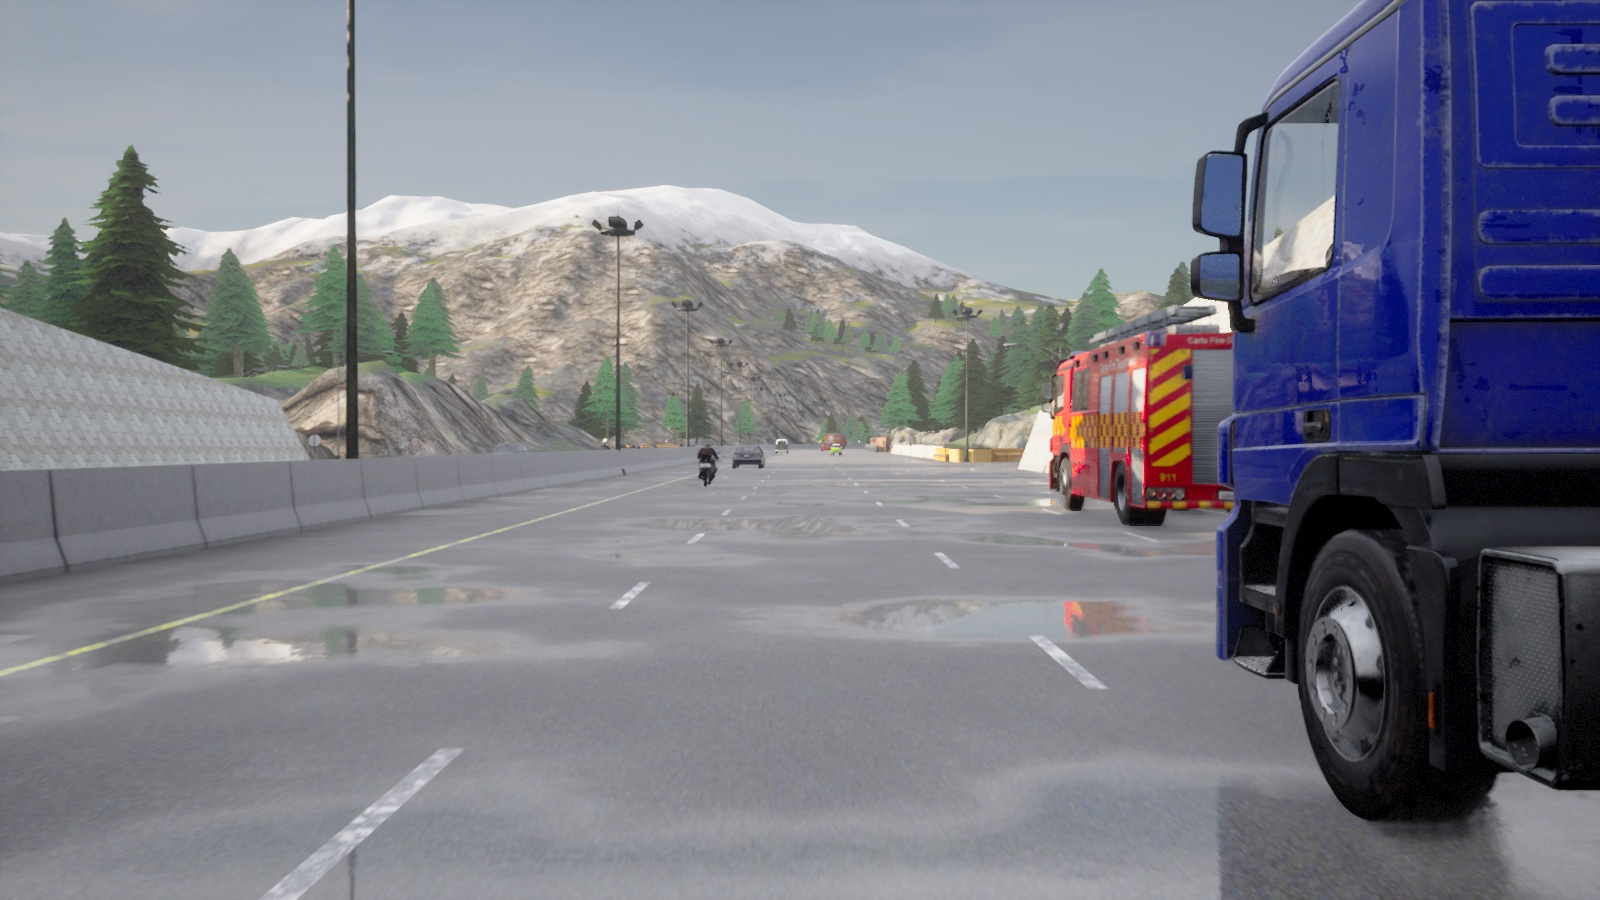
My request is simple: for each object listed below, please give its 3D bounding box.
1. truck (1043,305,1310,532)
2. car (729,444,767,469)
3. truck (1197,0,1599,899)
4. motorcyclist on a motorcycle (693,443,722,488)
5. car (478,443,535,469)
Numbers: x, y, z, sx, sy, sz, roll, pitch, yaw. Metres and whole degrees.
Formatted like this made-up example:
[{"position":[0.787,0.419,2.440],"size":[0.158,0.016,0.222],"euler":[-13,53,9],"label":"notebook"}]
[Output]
[{"position":[7.162,-0.556,25.402],"size":[2.891,3.827,8.468],"euler":[0,0,0],"label":"truck"},{"position":[-3.051,0.367,75.304],"size":[2.033,1.411,5.357],"euler":[0,0,0],"label":"car"},{"position":[3.531,-0.248,2.676],"size":[2.891,3.462,7.936],"euler":[0,0,0],"label":"truck"},{"position":[-3.231,0.530,44.081],"size":[0.866,1.530,2.191],"euler":[0,0,0],"label":"motorcyclist on a motorcycle"},{"position":[-17.063,0.319,73.293],"size":[2.163,1.488,4.792],"euler":[0,0,0],"label":"car"}]
